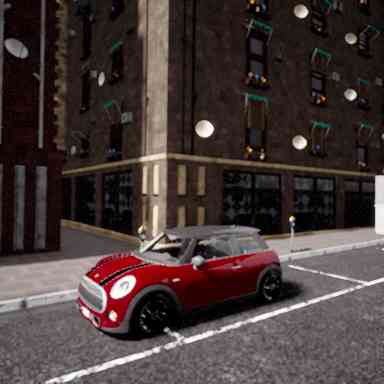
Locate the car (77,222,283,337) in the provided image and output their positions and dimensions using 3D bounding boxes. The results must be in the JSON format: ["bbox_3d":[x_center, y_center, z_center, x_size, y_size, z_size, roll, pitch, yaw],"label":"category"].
[{"bbox_3d":[-0.114,1.453,6.626,4.097,1.590,1.967,0,1,-36],"label":"car"}]
